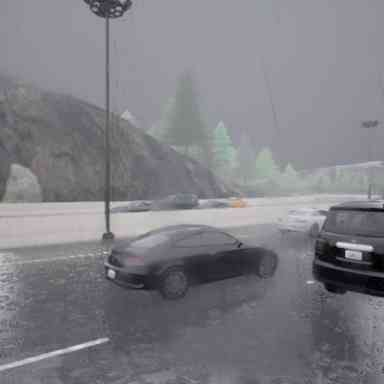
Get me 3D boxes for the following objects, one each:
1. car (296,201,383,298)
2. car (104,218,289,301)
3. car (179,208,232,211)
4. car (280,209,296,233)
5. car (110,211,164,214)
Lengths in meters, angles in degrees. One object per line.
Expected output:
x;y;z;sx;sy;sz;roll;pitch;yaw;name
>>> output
5.036;1.229;7.672;5.566;2.045;2.150;0;0;-38;car
0.159;1.540;8.345;4.674;1.442;1.812;0;0;-37;car
1.573;1.548;27.743;4.892;1.490;1.837;0;0;-41;car
6.448;1.548;17.842;4.674;1.442;1.812;0;0;-40;car
-4.635;1.541;27.090;4.902;1.511;2.128;0;0;-40;car
